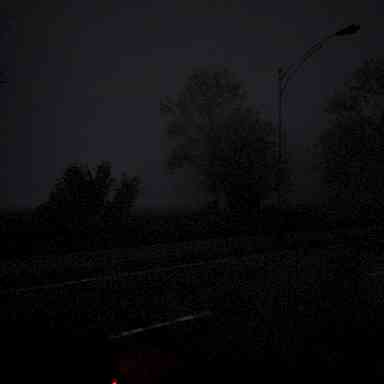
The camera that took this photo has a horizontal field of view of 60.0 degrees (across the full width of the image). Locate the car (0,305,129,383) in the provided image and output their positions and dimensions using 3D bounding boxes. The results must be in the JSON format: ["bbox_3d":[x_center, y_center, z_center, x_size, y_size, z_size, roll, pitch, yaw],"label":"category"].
[{"bbox_3d":[-3.008,1.540,1.769,5.357,1.411,2.033,0,0,-36],"label":"car"}]
